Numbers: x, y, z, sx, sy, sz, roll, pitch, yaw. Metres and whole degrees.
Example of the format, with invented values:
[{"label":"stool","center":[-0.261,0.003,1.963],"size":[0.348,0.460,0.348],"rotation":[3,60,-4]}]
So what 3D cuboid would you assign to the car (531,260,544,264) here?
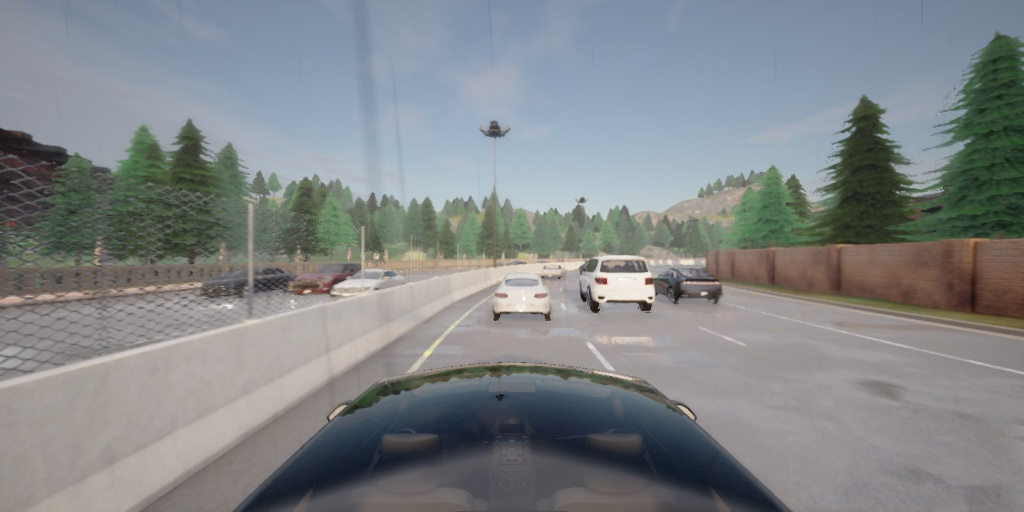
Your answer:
[{"label":"car","center":[4.739,1.458,61.648],"size":[2.033,1.411,5.357],"rotation":[0,0,32]}]

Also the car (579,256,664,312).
[{"label":"car","center":[4.028,1.006,14.535],"size":[2.150,2.045,5.566],"rotation":[0,0,5]}]

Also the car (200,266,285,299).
[{"label":"car","center":[-13.330,1.299,18.581],"size":[1.837,1.490,4.892],"rotation":[0,0,7]}]

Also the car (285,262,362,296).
[{"label":"car","center":[-9.663,1.150,19.668],"size":[2.097,1.767,4.553],"rotation":[0,0,7]}]

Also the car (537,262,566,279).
[{"label":"car","center":[3.895,1.435,33.194],"size":[1.895,1.301,4.718],"rotation":[0,0,16]}]

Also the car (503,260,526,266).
[{"label":"car","center":[0.524,1.457,61.451],"size":[2.033,1.411,5.357],"rotation":[0,0,30]}]

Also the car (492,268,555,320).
[{"label":"car","center":[0.385,1.305,12.622],"size":[1.812,1.442,4.674],"rotation":[0,0,3]}]

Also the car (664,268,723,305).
[{"label":"car","center":[7.735,1.281,16.404],"size":[2.128,1.511,4.902],"rotation":[0,0,6]}]

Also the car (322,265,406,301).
[{"label":"car","center":[-6.499,1.316,16.831],"size":[1.812,1.442,4.674],"rotation":[0,0,6]}]
